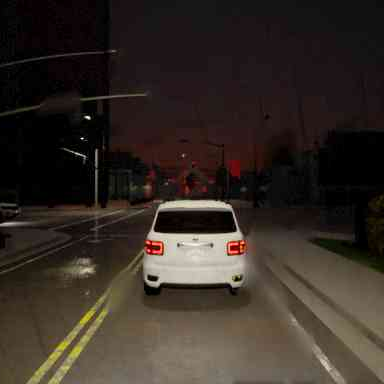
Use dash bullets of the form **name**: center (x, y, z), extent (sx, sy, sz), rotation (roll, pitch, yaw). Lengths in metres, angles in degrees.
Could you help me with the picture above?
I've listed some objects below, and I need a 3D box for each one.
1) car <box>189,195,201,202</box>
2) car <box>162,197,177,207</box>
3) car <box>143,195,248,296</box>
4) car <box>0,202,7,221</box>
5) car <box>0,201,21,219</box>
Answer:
- **car**: center (0.839, 1.453, 78.688), extent (1.882, 1.535, 5.008), rotation (0, 0, 12)
- **car**: center (-3.530, 1.556, 52.961), extent (1.994, 1.385, 4.181), rotation (0, 0, 0)
- **car**: center (0.080, 1.220, 8.818), extent (2.150, 2.045, 5.566), rotation (0, 0, 0)
- **car**: center (-16.219, 1.664, 24.062), extent (4.181, 1.385, 1.994), rotation (-1, 0, 0)
- **car**: center (-17.298, 1.334, 27.558), extent (5.566, 2.045, 2.150), rotation (-1, 0, 0)
